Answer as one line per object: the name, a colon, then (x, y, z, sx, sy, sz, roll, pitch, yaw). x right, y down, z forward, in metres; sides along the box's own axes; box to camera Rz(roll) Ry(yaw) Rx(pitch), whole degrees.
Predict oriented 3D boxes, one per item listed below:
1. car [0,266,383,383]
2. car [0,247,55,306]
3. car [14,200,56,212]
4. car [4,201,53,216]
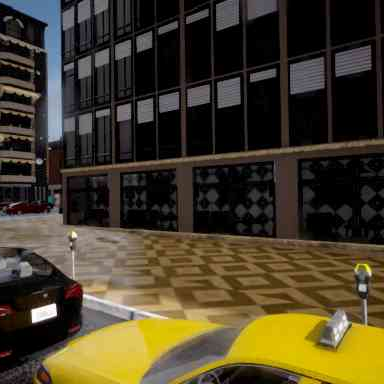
car: (0.736, 1.526, 2.367, 4.829, 1.417, 1.752, 0, -1, 35)
car: (-3.565, 1.568, 5.413, 4.313, 1.339, 1.947, 0, -1, 35)
car: (-19.391, 1.742, 41.246, 1.947, 1.339, 4.313, -2, -1, 35)
car: (-15.731, 1.580, 31.896, 1.802, 1.307, 4.206, -2, -1, 35)
